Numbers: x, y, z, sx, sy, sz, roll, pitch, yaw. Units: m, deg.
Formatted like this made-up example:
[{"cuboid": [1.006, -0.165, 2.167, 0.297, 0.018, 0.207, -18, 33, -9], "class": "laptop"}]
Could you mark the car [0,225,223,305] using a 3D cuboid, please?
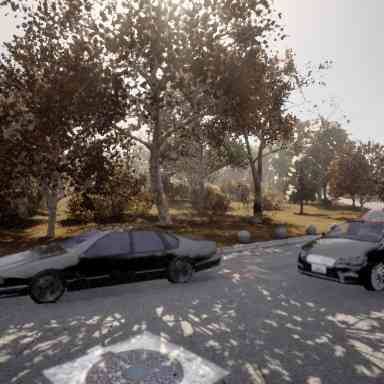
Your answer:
[{"cuboid": [-1.852, 1.552, 8.195, 5.357, 1.411, 2.033, 0, 0, -29], "class": "car"}]

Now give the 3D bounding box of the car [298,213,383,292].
[{"cuboid": [4.914, 1.529, 9.135, 4.902, 1.511, 2.128, 1, 0, -36], "class": "car"}]

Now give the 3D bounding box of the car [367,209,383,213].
[{"cuboid": [9.995, 1.617, 17.241, 5.008, 1.535, 1.882, 1, -1, -41], "class": "car"}]
